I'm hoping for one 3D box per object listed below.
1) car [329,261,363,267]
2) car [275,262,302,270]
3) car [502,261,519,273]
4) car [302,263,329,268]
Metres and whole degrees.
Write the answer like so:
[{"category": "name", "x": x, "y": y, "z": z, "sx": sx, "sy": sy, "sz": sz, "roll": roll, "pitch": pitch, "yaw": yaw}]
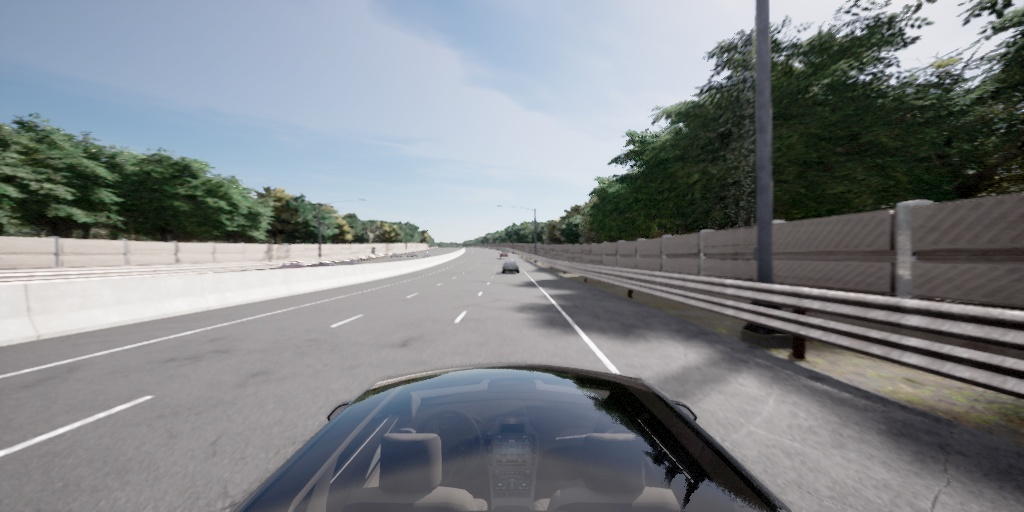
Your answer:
[{"category": "car", "x": -17.785, "y": 1.312, "z": 39.471, "sx": 1.837, "sy": 1.490, "sz": 4.892, "roll": 0, "pitch": 1, "yaw": -1}, {"category": "car", "x": -24.787, "y": 1.406, "z": 40.455, "sx": 1.994, "sy": 1.385, "sz": 4.181, "roll": 0, "pitch": 1, "yaw": -1}, {"category": "car", "x": -0.178, "y": 1.215, "z": 41.362, "sx": 1.994, "sy": 1.385, "sz": 4.181, "roll": 0, "pitch": 1, "yaw": -1}, {"category": "car", "x": -21.291, "y": 1.414, "z": 40.689, "sx": 1.895, "sy": 1.301, "sz": 4.718, "roll": 0, "pitch": 1, "yaw": -1}]
